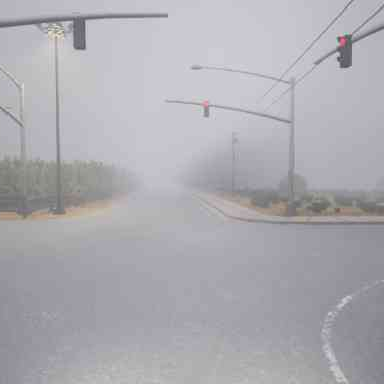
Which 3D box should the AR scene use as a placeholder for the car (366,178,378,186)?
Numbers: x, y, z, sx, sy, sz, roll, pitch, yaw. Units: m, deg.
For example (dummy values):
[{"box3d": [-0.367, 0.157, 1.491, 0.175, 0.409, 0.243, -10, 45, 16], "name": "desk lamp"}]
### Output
[{"box3d": [42.115, -2.293, 77.607, 1.905, 1.878, 3.866, 10, 10, 41], "name": "car"}]
